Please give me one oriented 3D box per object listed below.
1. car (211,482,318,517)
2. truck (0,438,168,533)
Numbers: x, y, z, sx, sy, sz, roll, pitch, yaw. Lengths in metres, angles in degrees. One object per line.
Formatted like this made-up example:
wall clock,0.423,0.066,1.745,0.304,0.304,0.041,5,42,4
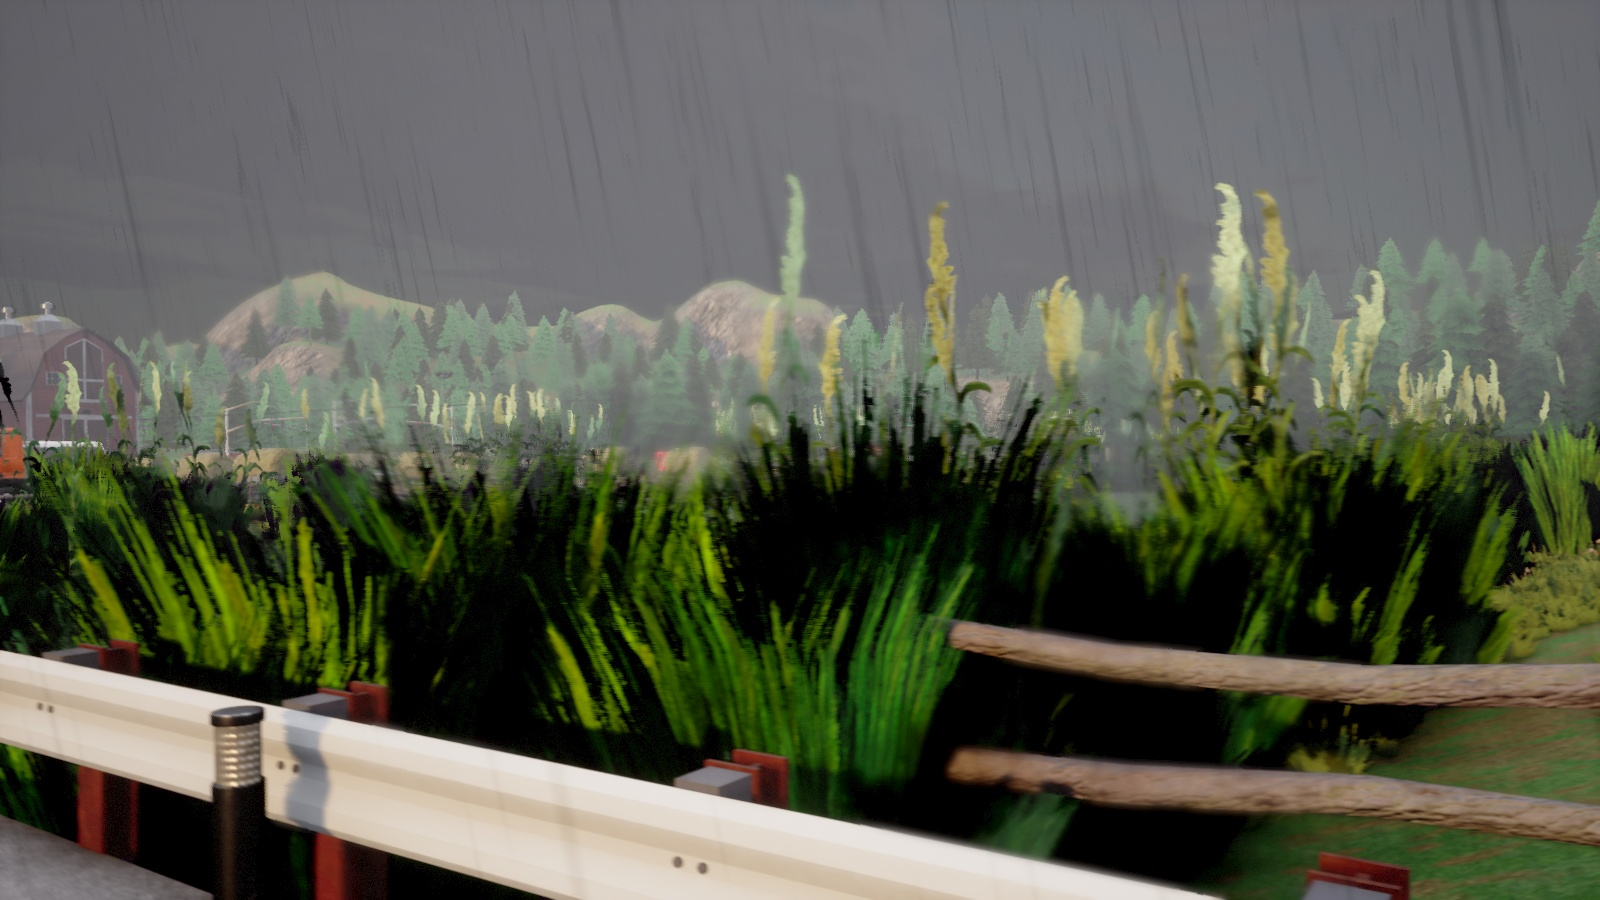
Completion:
car,-24.642,2.255,57.910,1.994,1.385,4.181,-2,0,29
truck,-29.426,1.341,49.279,2.891,3.462,7.936,-2,0,29
